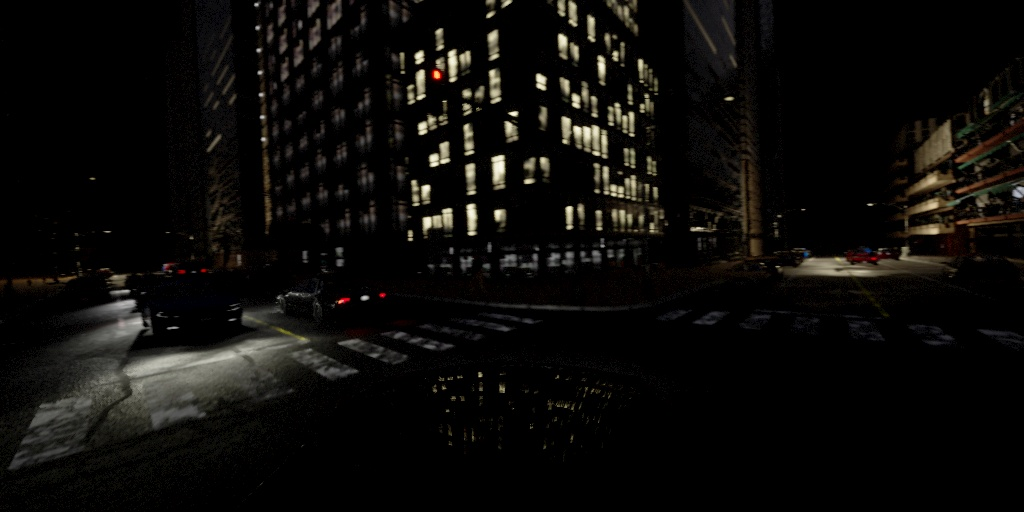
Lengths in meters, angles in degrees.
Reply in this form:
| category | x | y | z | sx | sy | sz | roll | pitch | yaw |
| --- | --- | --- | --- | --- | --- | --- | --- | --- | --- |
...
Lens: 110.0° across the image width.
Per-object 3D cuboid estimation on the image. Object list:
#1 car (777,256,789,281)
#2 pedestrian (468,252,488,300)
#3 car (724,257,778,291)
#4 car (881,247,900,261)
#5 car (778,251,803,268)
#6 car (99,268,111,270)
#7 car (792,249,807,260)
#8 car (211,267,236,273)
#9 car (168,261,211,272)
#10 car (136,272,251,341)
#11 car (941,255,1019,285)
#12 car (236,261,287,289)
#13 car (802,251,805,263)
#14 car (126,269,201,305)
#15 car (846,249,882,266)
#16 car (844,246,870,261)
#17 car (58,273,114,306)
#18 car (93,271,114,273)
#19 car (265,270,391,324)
| category | x | y | z | sx | sy | sz | roll | pitch | yaw |
| --- | --- | --- | --- | --- | --- | --- | --- | --- | --- |
| car | 15.952 | 0.812 | 22.677 | 1.948 | 1.339 | 4.313 | 0 | 0 | 41 |
| pedestrian | -1.301 | 0.743 | 13.464 | 0.375 | 1.860 | 0.375 | -2 | 0 | 42 |
| car | 12.115 | 0.889 | 18.298 | 1.751 | 1.417 | 4.829 | 0 | 0 | 41 |
| car | 44.606 | -0.234 | 42.664 | 1.967 | 1.591 | 4.097 | 0 | 0 | 41 |
| car | 27.130 | 0.437 | 35.433 | 1.888 | 1.381 | 4.507 | 0 | 0 | 41 |
| car | -40.401 | 2.238 | 35.086 | 4.507 | 1.381 | 1.888 | 0 | 0 | 42 |
| car | 34.581 | 0.201 | 43.936 | 1.888 | 1.381 | 4.507 | 0 | 0 | 41 |
| car | -26.445 | 1.744 | 33.777 | 4.507 | 1.381 | 1.888 | 0 | 0 | 42 |
| car | -30.373 | 1.565 | 33.780 | 5.566 | 2.045 | 2.150 | -1 | 1 | 42 |
| car | -10.007 | 1.452 | 11.123 | 5.008 | 1.535 | 1.882 | -1 | 1 | 41 |
| car | 22.250 | 0.585 | 17.153 | 2.007 | 1.370 | 4.403 | 0 | 0 | 41 |
| car | -18.069 | 1.332 | 26.221 | 5.009 | 1.841 | 2.192 | 0 | 0 | 42 |
| car | 30.855 | 0.356 | 39.684 | 1.802 | 1.307 | 4.207 | 0 | 0 | 41 |
| car | -17.059 | 1.621 | 17.480 | 4.902 | 1.511 | 2.128 | -1 | 1 | 42 |
| car | 34.794 | 0.242 | 35.569 | 1.895 | 1.301 | 4.718 | -2 | 0 | 41 |
| car | 41.389 | -0.090 | 43.101 | 1.882 | 1.535 | 5.008 | -2 | 0 | 41 |
| car | -23.642 | 1.898 | 19.971 | 4.313 | 1.339 | 1.948 | 0 | 0 | 42 |
| car | -27.832 | 1.973 | 23.749 | 4.403 | 1.370 | 2.007 | 0 | 0 | 42 |
| car | -6.344 | 1.362 | 12.392 | 5.357 | 1.411 | 2.033 | -1 | 1 | 40 |
